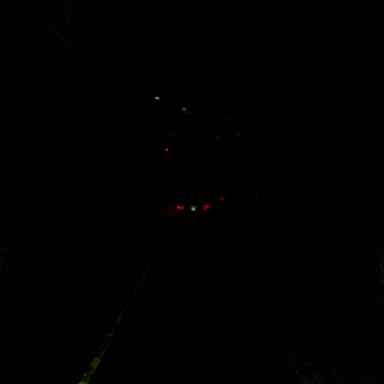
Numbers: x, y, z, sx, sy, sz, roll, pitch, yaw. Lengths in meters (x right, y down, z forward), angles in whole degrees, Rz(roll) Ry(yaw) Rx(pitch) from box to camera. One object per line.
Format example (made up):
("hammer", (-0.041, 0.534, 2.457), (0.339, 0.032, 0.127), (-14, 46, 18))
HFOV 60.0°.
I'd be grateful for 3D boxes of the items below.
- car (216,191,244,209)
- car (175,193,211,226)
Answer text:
("car", (5.438, 0.937, 37.775), (5.566, 2.045, 2.150), (0, -1, -21))
("car", (0.072, 1.067, 22.235), (2.150, 2.045, 5.566), (0, 0, 0))
